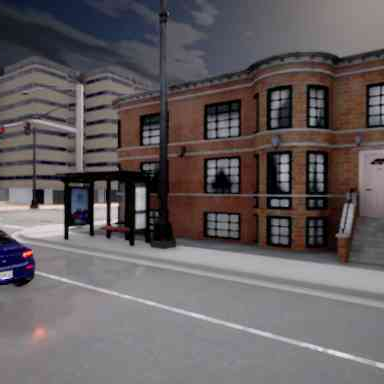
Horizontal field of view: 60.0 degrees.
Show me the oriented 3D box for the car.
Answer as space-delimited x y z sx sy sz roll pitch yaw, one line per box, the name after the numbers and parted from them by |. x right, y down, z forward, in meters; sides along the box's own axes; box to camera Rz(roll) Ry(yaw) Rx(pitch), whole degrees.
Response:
-5.557 1.472 7.935 4.674 1.442 1.812 0 0 36 | car
